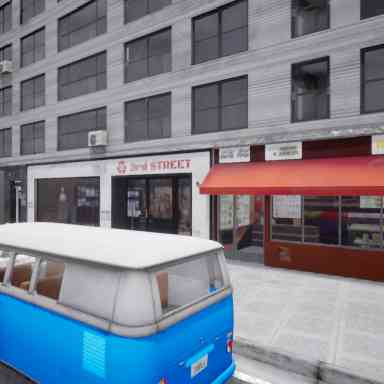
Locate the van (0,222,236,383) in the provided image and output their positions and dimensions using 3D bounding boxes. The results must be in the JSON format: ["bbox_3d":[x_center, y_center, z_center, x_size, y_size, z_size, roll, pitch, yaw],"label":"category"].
[{"bbox_3d":[-1.434,1.341,4.110,3.998,1.788,1.690,0,0,36],"label":"van"}]
